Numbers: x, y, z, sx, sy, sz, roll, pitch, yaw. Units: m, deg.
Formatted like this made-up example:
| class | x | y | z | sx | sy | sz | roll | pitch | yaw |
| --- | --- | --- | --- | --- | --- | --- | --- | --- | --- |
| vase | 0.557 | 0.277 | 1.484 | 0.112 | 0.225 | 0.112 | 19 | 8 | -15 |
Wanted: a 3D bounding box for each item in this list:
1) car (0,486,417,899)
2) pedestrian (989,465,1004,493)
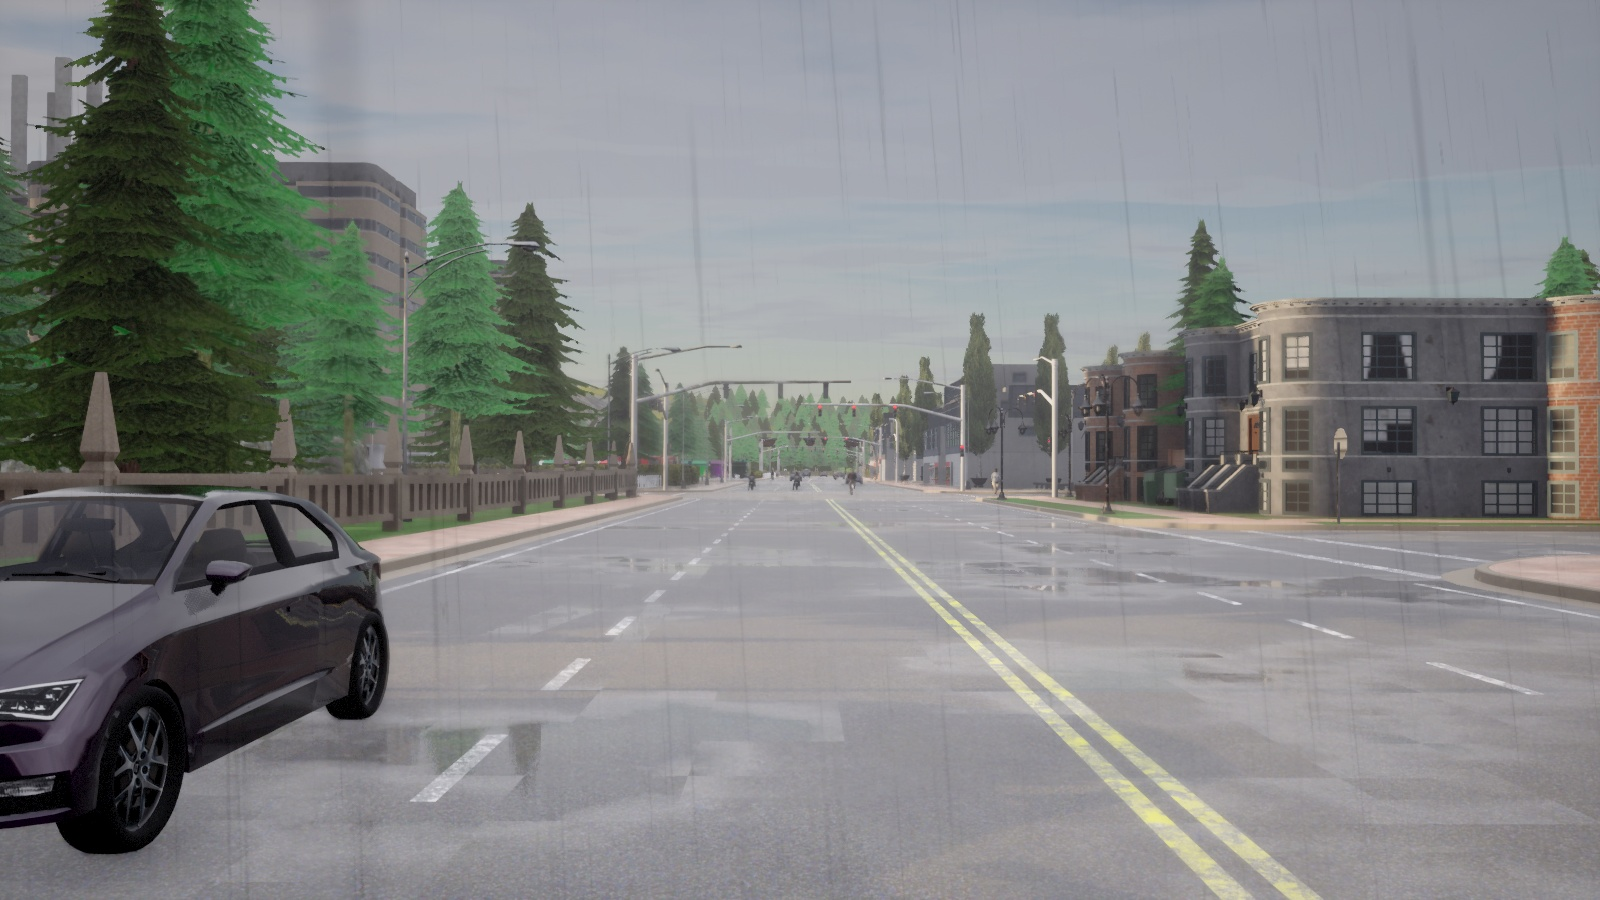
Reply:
| class | x | y | z | sx | sy | sz | roll | pitch | yaw |
| --- | --- | --- | --- | --- | --- | --- | --- | --- | --- |
| car | -3.515 | 0.951 | 6.460 | 1.816 | 1.474 | 4.193 | 0 | -1 | 0 |
| pedestrian | 13.146 | 1.960 | 84.143 | 0.874 | 1.855 | 0.900 | 0 | -1 | 2 |
